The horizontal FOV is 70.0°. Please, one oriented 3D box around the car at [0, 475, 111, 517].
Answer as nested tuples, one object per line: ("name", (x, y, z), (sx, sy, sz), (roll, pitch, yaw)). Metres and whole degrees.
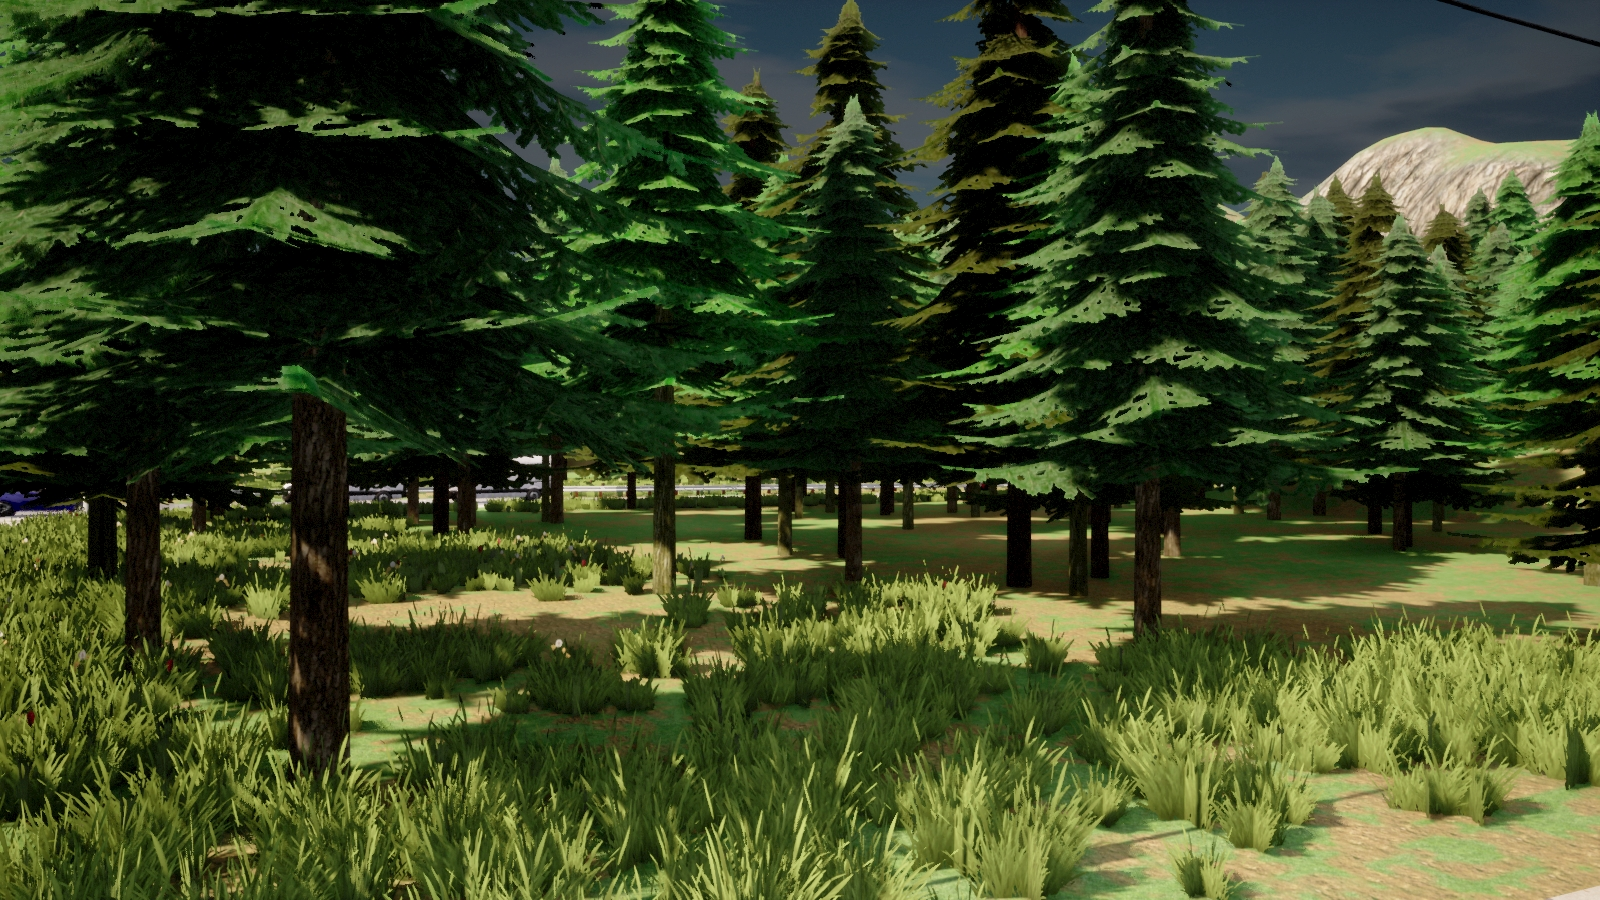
("car", (-32.416, 1.949, 49.185), (4.611, 1.667, 2.242), (0, 0, -28))
